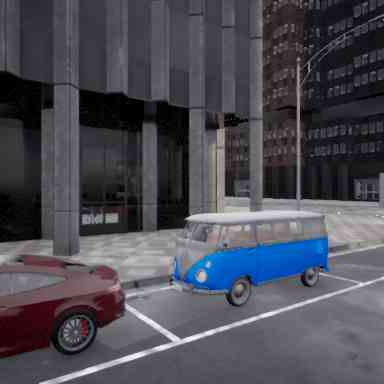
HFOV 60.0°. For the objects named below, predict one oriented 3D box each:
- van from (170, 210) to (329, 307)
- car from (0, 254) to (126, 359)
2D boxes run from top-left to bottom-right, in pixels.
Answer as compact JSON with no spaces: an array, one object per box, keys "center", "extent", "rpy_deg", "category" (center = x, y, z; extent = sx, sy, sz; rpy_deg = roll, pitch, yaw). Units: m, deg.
[{"center":[1.444,1.339,7.680],"extent":[3.998,1.788,1.690],"rpy_deg":[0,0,-36],"category":"van"},{"center":[-2.986,1.579,4.520],"extent":[4.206,1.307,1.802],"rpy_deg":[0,0,-35],"category":"car"}]
